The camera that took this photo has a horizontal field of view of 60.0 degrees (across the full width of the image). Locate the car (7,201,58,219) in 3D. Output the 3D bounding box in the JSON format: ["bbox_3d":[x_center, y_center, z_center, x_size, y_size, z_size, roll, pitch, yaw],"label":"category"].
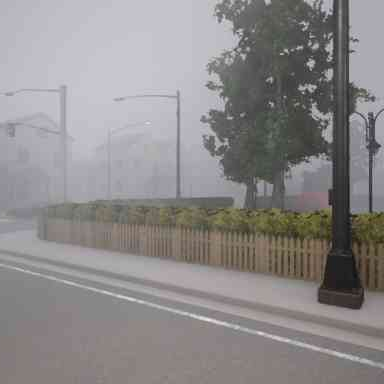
[{"bbox_3d":[-13.259,1.547,29.458,2.033,1.411,5.357,0,0,35],"label":"car"}]

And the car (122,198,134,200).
[{"bbox_3d":[-7.317,1.491,38.004,2.128,1.511,4.902,0,0,35],"label":"car"}]
